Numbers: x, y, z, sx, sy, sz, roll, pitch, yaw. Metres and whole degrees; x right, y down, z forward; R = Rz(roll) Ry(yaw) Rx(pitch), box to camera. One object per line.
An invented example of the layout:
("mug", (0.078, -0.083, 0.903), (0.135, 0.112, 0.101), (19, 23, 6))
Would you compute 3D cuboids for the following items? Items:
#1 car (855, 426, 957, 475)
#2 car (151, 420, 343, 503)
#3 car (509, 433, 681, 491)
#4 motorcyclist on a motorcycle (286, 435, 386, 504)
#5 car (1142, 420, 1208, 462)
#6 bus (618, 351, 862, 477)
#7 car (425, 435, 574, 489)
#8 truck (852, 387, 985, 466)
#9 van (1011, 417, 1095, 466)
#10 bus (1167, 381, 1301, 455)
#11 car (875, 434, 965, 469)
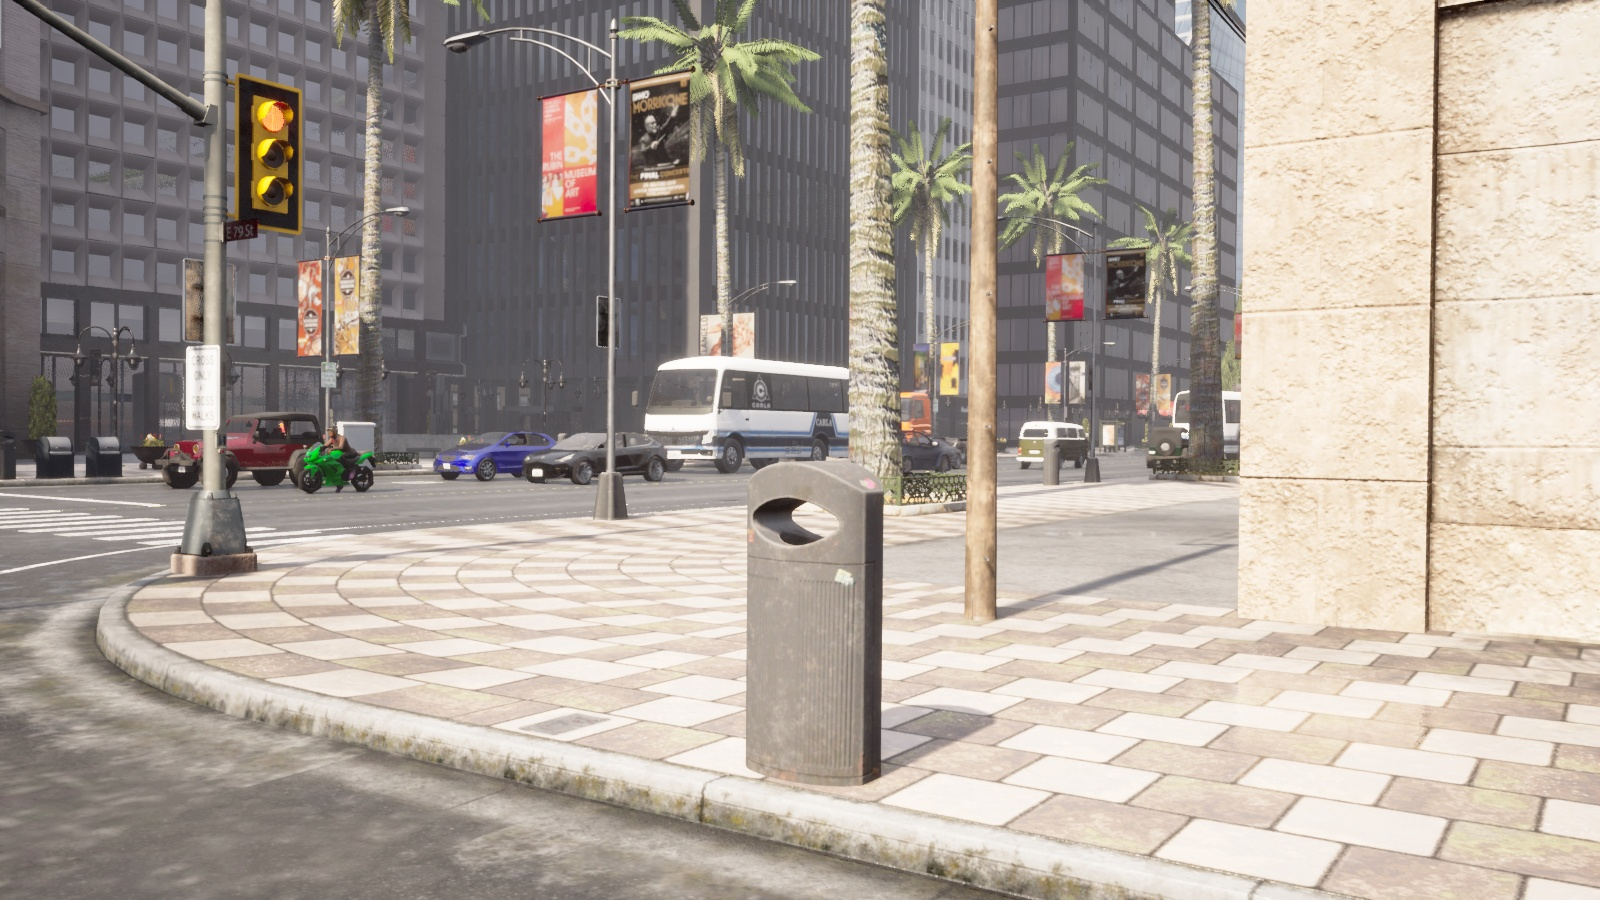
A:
("car", (3.739, -0.003, 43.827), (1.851, 1.617, 3.988), (0, 1, 34))
("car", (-13.428, 0.230, 30.680), (1.905, 1.878, 3.866), (0, 1, 34))
("car", (-5.764, 0.293, 35.891), (2.163, 1.488, 4.792), (0, 1, 34))
("motorcyclist on a motorcycle", (-10.567, 0.418, 28.681), (0.797, 1.523, 2.044), (0, 1, 34))
("car", (17.413, -0.425, 58.211), (1.905, 1.878, 3.866), (0, 1, 33))
("bus", (-1.977, -1.281, 47.869), (3.944, 4.253, 10.273), (0, 1, 34))
("car", (-8.902, 0.314, 37.493), (1.816, 1.474, 4.193), (0, 1, 34))
("truck", (5.766, -1.117, 59.564), (2.891, 3.462, 7.936), (0, 1, 33))
("van", (11.130, -0.397, 54.976), (2.069, 2.038, 4.480), (0, 1, 33))
("bus", (27.087, -1.955, 78.005), (3.944, 4.253, 10.273), (0, 1, 43))
("car", (5.021, 0.039, 52.041), (1.994, 1.385, 4.181), (0, 1, 33))
